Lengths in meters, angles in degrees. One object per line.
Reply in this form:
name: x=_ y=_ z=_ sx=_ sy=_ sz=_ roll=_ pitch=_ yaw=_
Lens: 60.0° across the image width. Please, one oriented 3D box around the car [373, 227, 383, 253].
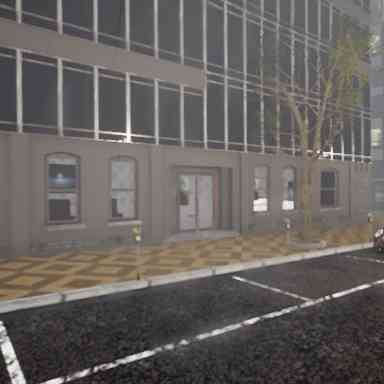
car: x=8.787 y=1.551 z=12.870 sx=4.097 sy=1.590 sz=1.967 roll=1 pitch=-1 yaw=-36
